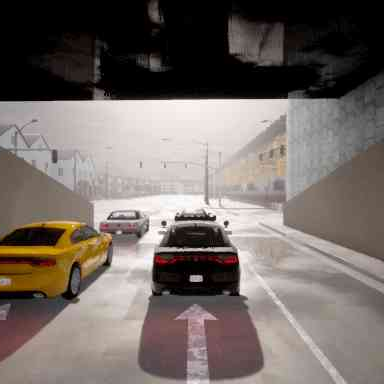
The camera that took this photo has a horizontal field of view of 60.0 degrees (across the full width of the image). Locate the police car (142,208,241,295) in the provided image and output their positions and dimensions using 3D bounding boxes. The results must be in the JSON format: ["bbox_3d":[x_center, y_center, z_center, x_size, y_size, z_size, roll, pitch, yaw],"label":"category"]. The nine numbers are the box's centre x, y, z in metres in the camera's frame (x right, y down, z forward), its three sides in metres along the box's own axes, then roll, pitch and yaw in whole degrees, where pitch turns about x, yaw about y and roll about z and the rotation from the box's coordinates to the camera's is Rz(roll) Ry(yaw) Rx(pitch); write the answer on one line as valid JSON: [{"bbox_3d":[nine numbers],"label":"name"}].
[{"bbox_3d":[0.086,1.425,8.847,1.930,1.638,5.238,0,0,0],"label":"police car"}]

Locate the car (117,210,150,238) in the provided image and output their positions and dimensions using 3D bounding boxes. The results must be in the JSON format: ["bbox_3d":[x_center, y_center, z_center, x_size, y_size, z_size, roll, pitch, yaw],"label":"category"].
[{"bbox_3d":[-3.406,1.601,17.765,1.895,1.301,4.718,0,0,0],"label":"car"}]

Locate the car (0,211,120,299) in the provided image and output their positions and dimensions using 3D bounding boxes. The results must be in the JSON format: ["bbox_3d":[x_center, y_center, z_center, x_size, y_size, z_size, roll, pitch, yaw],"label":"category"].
[{"bbox_3d":[-3.410,1.478,8.522,1.882,1.535,5.008,0,0,0],"label":"car"}]

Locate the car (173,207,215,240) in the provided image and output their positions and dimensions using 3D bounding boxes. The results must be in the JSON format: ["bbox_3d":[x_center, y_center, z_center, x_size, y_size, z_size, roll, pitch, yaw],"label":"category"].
[{"bbox_3d":[0.092,1.564,17.809,1.994,1.385,4.181,0,0,0],"label":"car"}]
